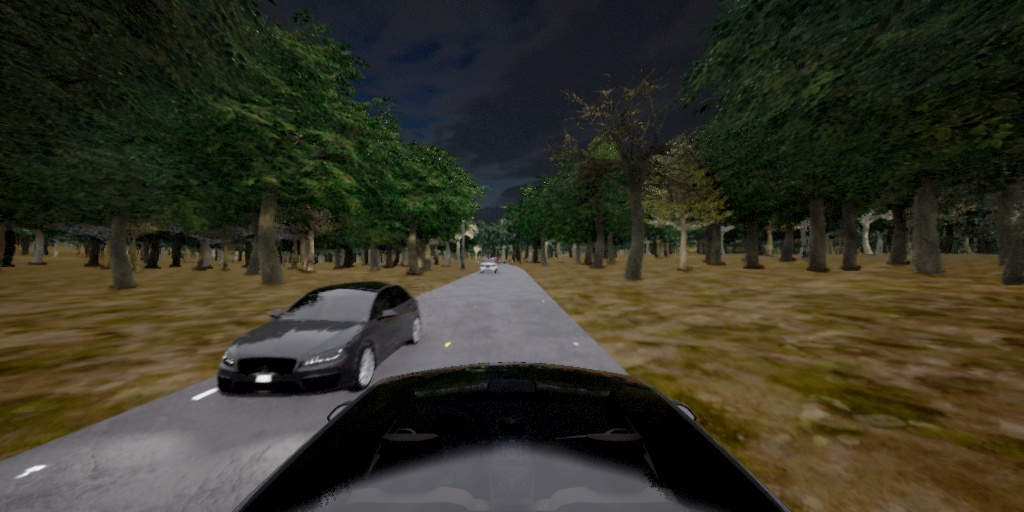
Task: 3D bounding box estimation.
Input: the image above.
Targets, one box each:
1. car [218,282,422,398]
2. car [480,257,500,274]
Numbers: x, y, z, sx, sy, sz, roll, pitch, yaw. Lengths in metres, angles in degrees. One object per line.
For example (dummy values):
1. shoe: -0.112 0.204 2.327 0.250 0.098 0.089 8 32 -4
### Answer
1. car: -3.100 1.299 6.908 1.837 1.490 4.892 0 0 0
2. car: -3.089 1.256 48.344 2.150 2.045 5.566 0 0 0
